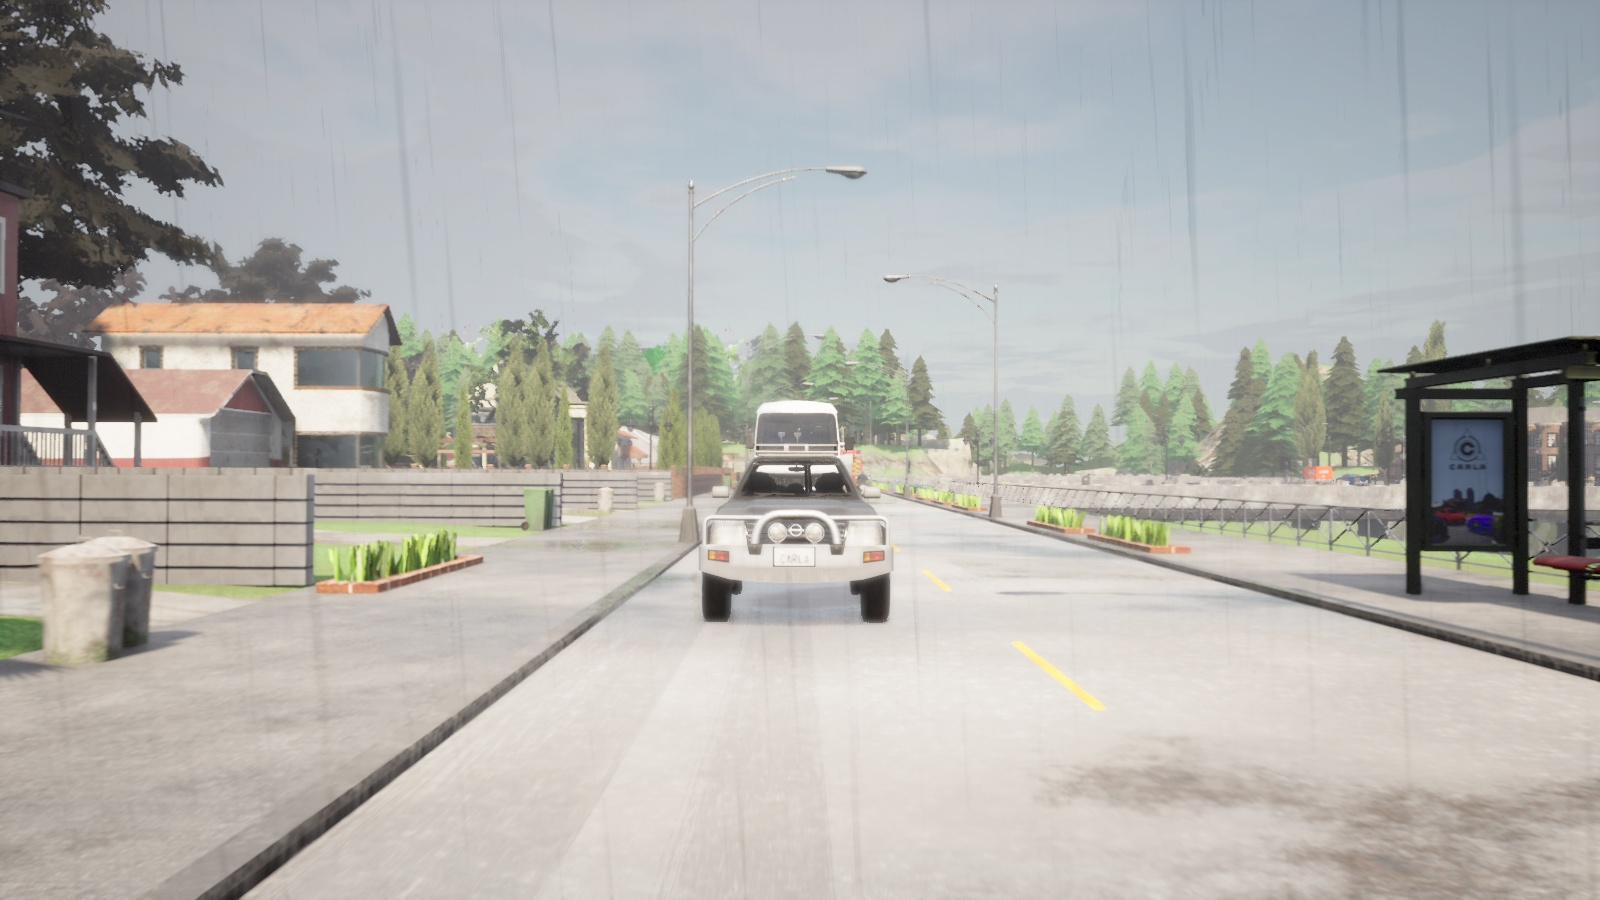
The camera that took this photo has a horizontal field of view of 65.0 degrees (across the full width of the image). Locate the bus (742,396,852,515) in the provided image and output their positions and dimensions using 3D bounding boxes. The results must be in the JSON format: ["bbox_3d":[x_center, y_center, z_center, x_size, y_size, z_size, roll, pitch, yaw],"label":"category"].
[{"bbox_3d":[-0.123,0.276,50.024,3.944,4.253,10.273,0,-1,0],"label":"bus"}]

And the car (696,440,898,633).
[{"bbox_3d":[-0.035,0.873,14.404,1.932,1.855,4.605,0,-1,0],"label":"car"}]
